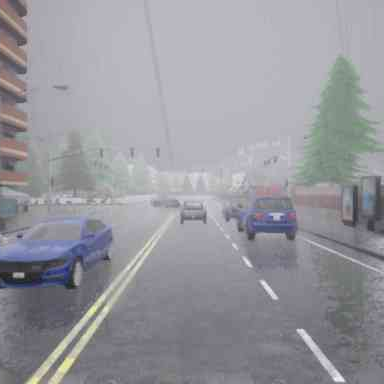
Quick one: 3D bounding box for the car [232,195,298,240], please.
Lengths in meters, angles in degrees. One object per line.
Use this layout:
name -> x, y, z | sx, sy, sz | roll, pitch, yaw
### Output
car -> 3.601, 1.180, 16.795 | 2.150, 2.045, 5.566 | 0, 0, 0

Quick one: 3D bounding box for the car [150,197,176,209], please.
car -> -3.504, 1.367, 42.052 | 2.128, 1.511, 4.902 | 0, 0, -35

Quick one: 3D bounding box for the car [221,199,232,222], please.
car -> 3.503, 1.286, 26.079 | 2.097, 1.767, 4.553 | 0, 0, 0

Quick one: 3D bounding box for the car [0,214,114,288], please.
car -> -3.573, 1.454, 9.378 | 1.882, 1.535, 5.008 | 0, 0, 0

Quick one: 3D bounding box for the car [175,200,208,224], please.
car -> 0.102, 1.431, 24.100 | 2.128, 1.511, 4.902 | 0, 0, 0
